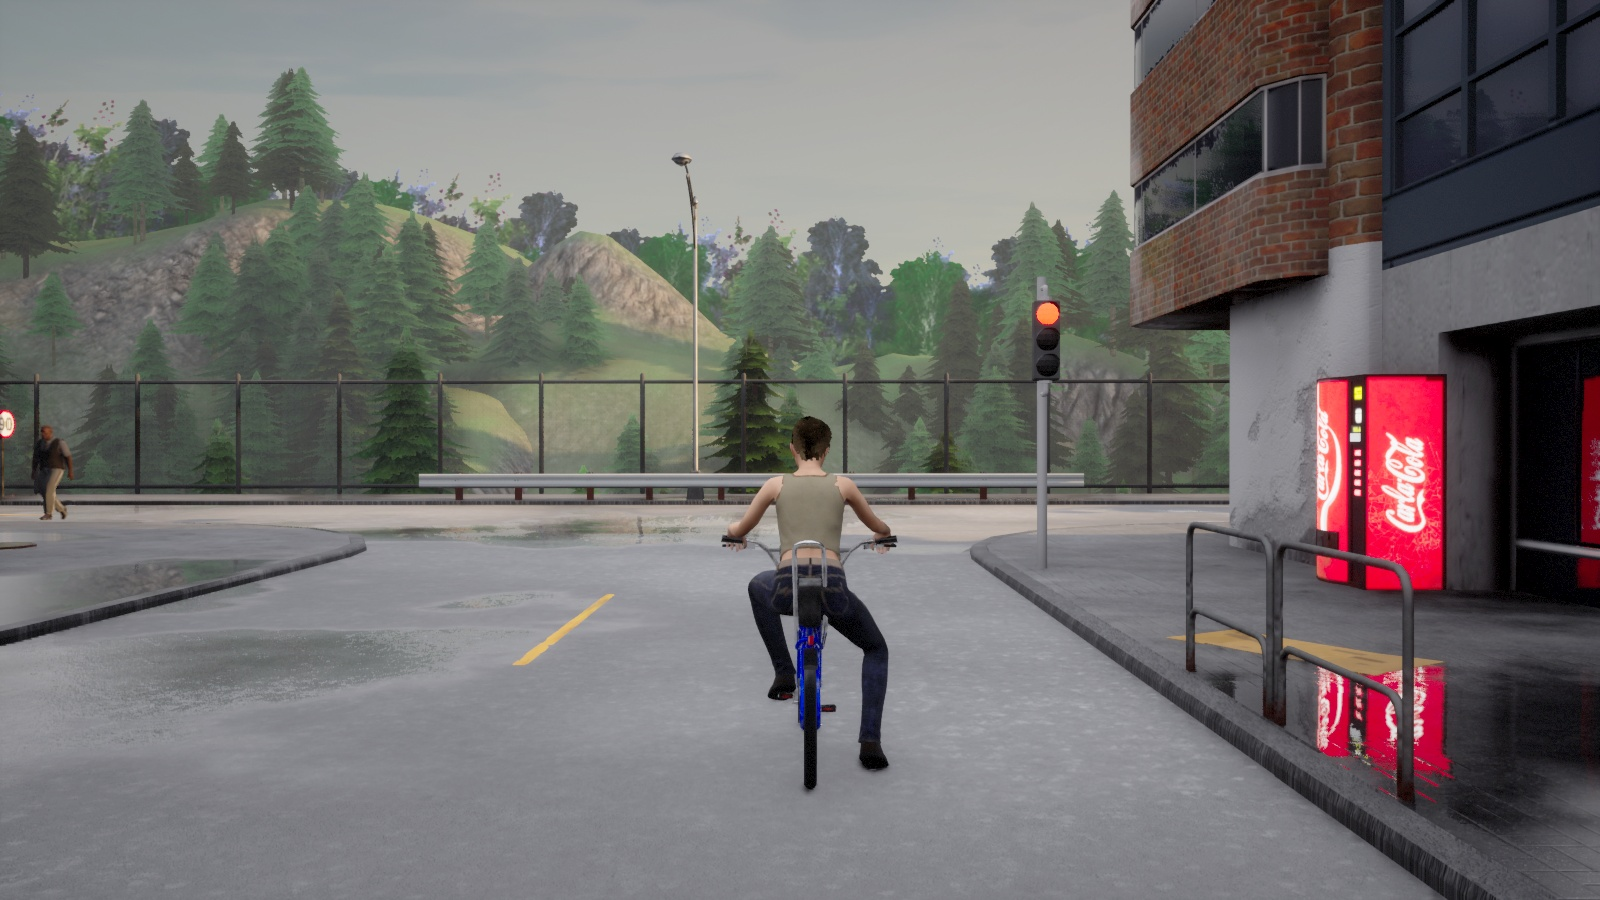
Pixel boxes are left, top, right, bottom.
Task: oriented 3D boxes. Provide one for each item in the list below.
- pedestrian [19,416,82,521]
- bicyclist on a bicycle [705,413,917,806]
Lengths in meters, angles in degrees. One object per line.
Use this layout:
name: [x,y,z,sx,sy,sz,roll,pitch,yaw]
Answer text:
pedestrian: [-13.669,0.332,22.907,0.563,1.883,0.849,0,0,10]
bicyclist on a bicycle: [0.045,0.650,5.896,0.866,1.612,1.509,0,0,0]
